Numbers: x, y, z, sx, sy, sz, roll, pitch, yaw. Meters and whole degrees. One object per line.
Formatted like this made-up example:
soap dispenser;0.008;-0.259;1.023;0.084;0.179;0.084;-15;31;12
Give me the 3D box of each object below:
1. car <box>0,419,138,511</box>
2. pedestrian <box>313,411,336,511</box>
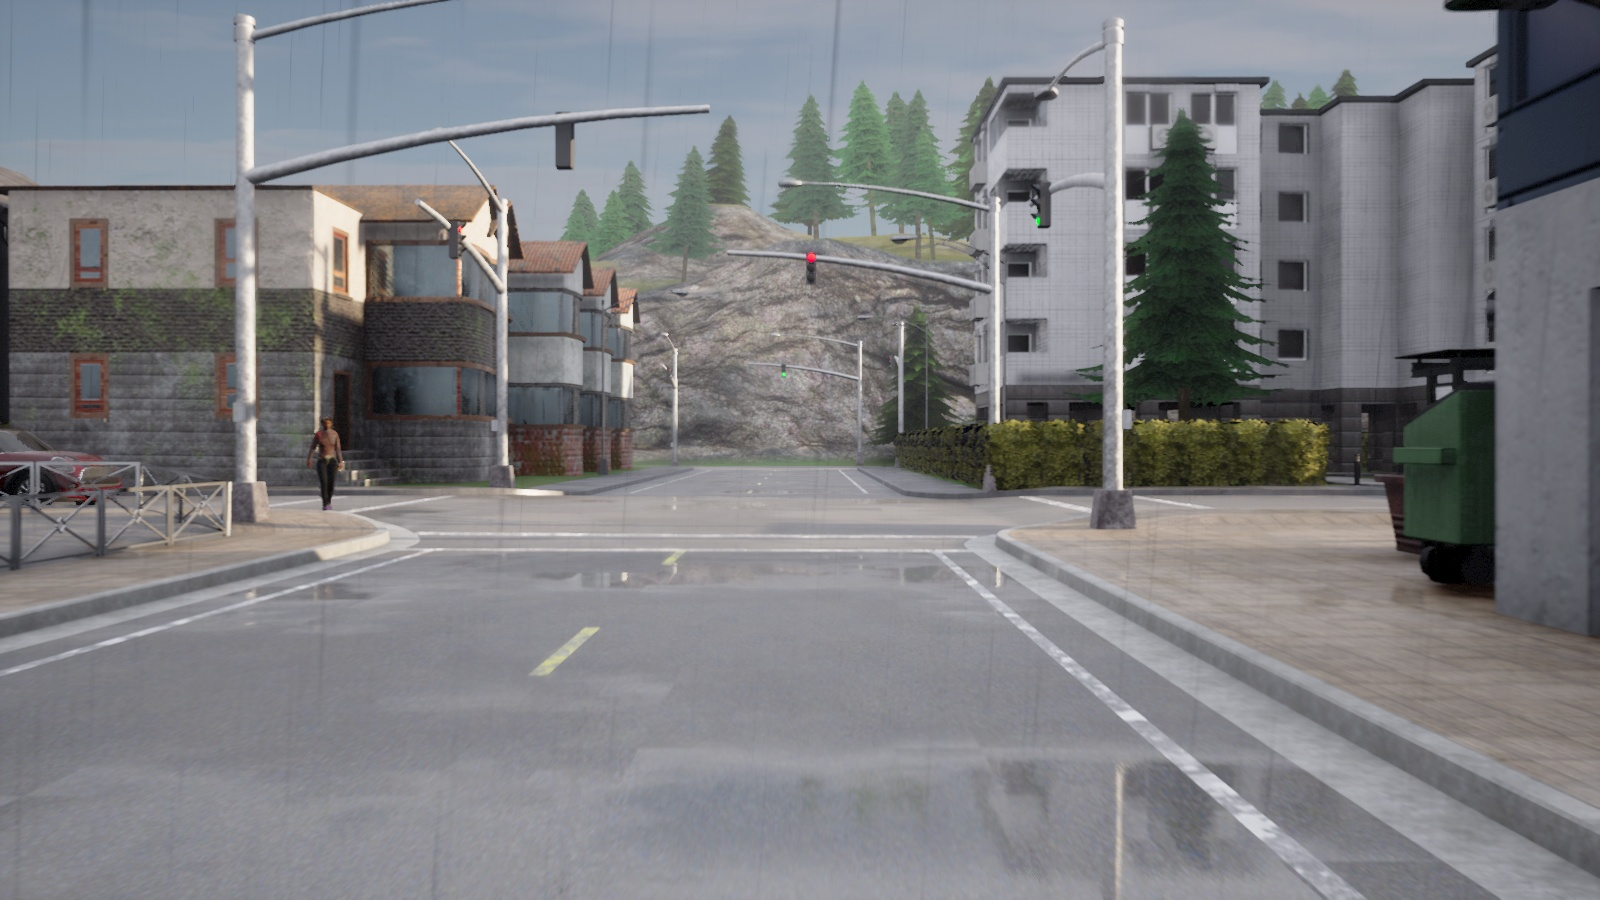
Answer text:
car;-16.082;0.274;25.145;4.553;1.767;2.097;0;0;0
pedestrian;-8.774;0.190;23.164;0.328;1.805;0.869;0;0;-26
